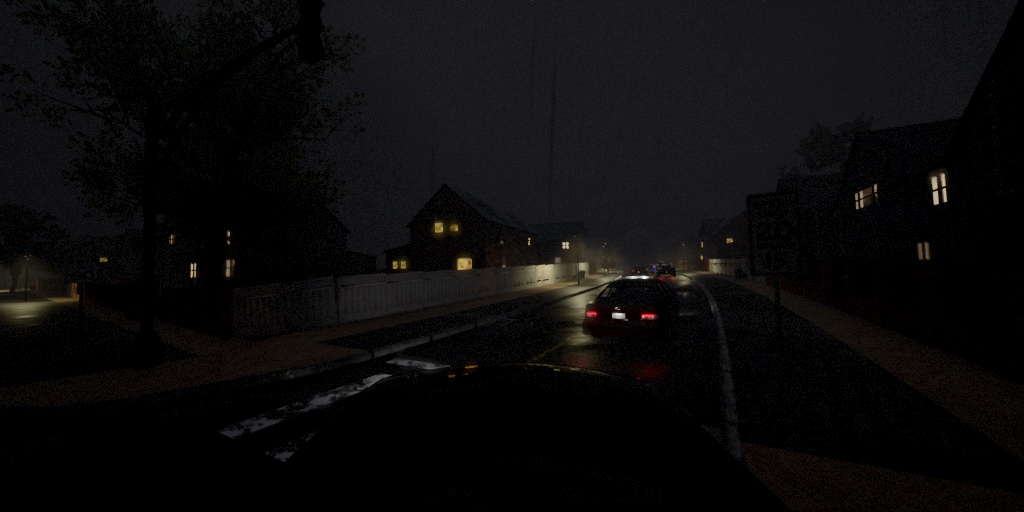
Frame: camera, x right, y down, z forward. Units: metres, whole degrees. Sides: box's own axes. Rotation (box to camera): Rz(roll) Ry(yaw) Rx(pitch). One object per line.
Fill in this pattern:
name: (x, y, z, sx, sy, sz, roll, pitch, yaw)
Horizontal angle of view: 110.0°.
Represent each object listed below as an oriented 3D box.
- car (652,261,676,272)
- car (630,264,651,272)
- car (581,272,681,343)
car: (16.838, 1.472, 39.368, 2.128, 1.511, 4.902, -2, -1, 20)
car: (15.259, 1.668, 43.104, 1.994, 1.385, 4.181, -2, -1, 20)
car: (3.471, 1.327, 9.844, 2.033, 1.411, 5.357, -3, -1, 28)
